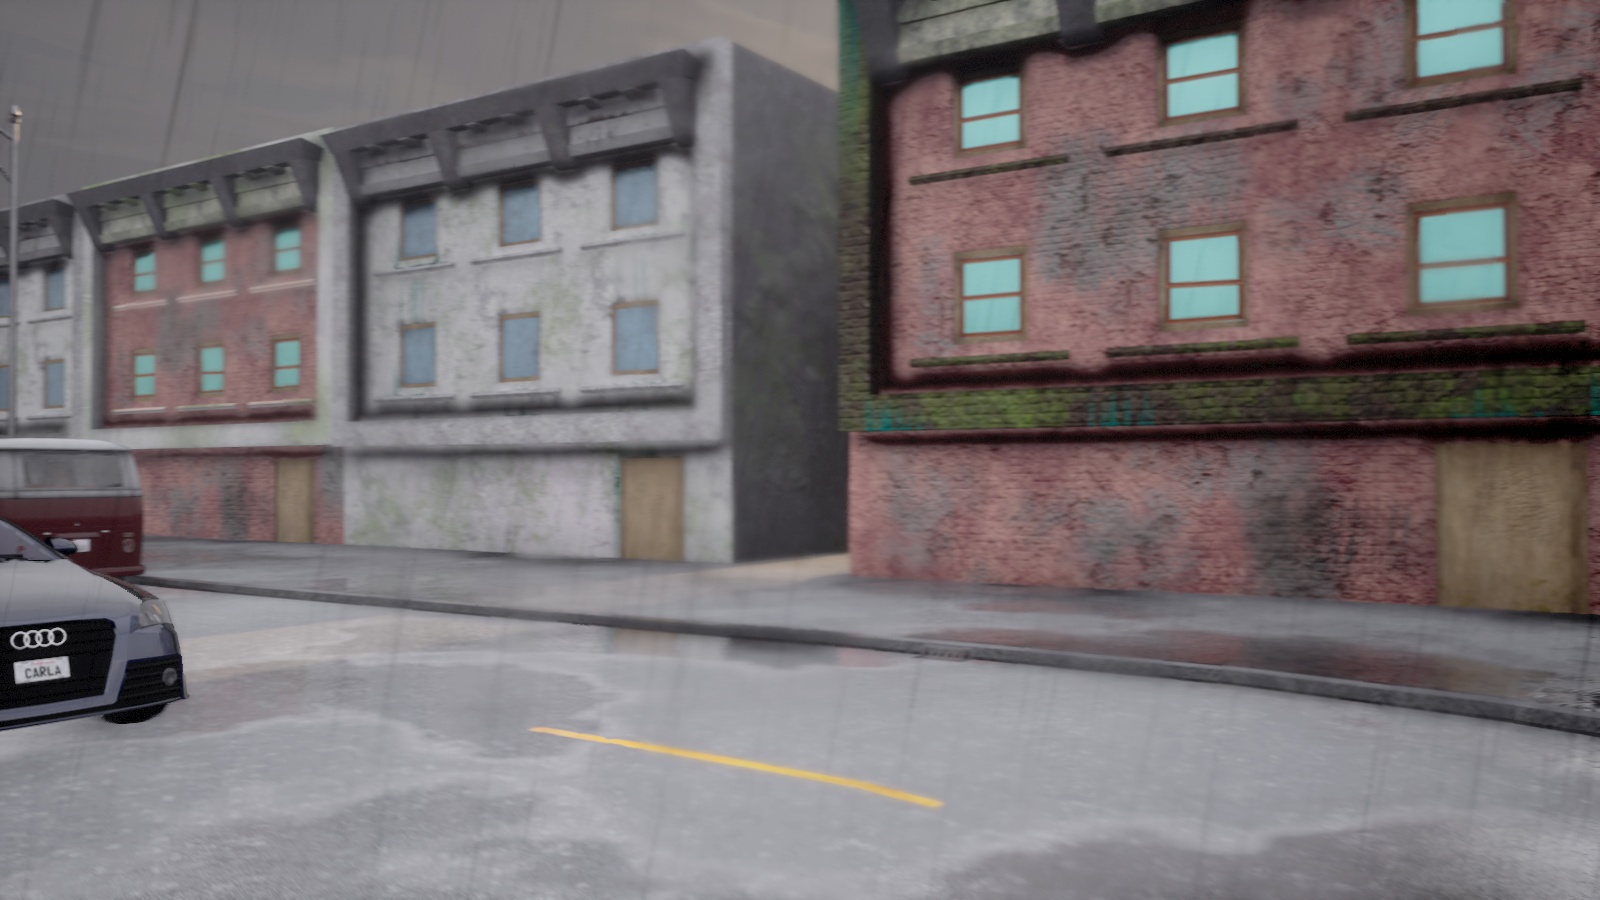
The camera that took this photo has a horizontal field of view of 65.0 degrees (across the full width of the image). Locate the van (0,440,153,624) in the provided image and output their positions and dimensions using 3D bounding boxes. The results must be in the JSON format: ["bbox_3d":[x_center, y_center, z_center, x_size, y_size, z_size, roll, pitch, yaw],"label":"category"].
[{"bbox_3d":[-10.077,0.931,15.478,4.442,1.987,1.775,-1,-1,33],"label":"van"}]

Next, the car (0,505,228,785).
[{"bbox_3d":[-5.728,1.068,7.841,4.181,1.385,1.994,-1,-1,33],"label":"car"}]
